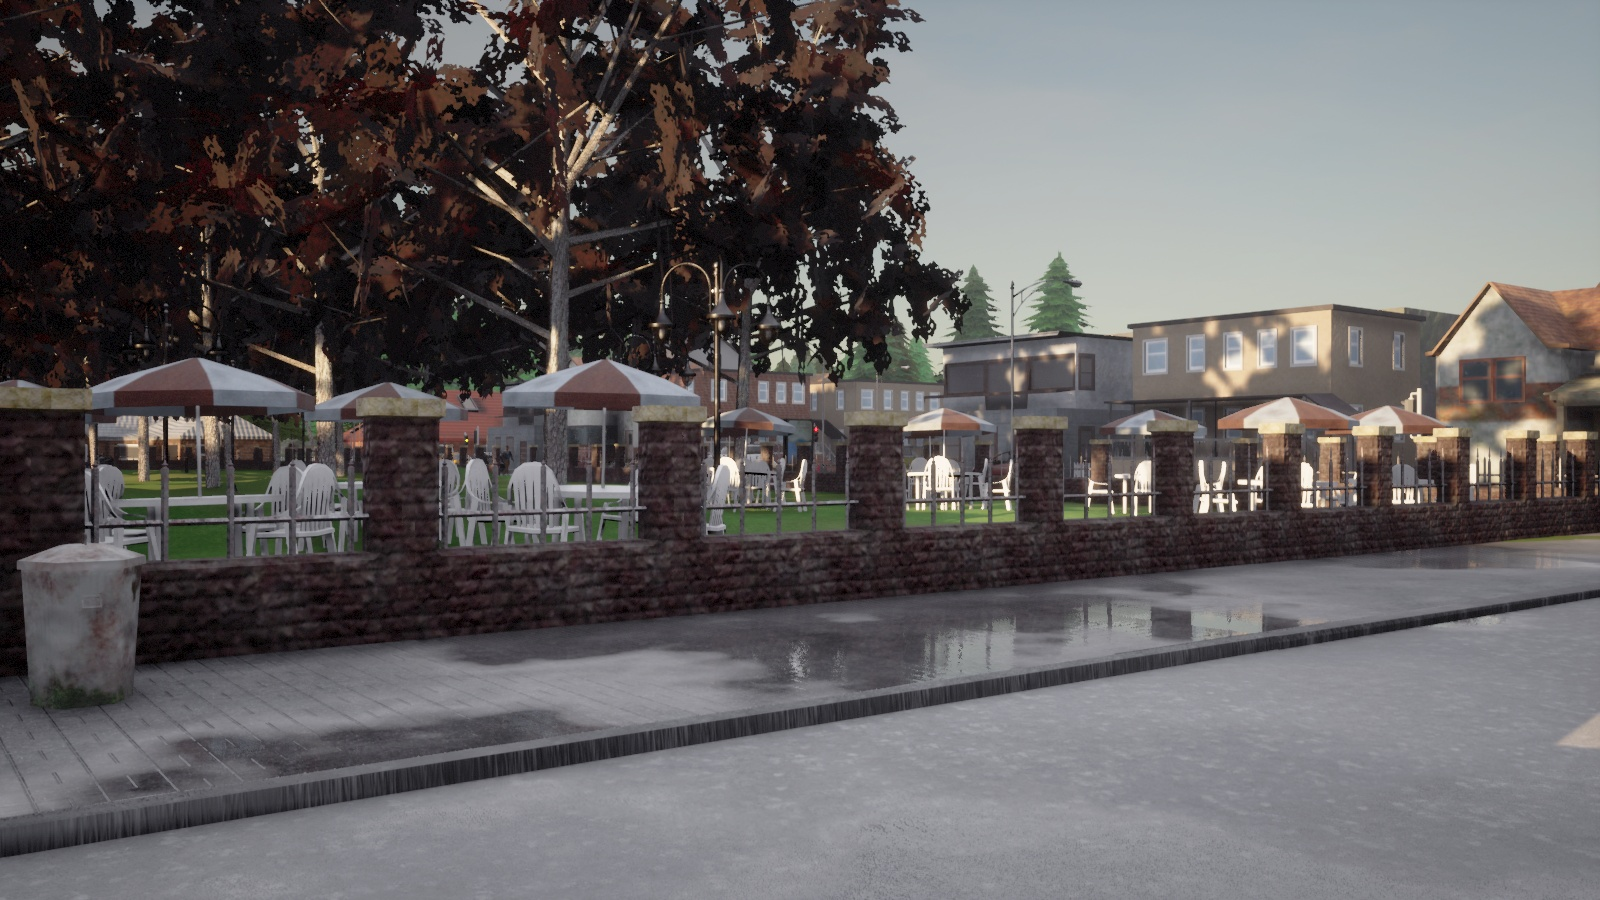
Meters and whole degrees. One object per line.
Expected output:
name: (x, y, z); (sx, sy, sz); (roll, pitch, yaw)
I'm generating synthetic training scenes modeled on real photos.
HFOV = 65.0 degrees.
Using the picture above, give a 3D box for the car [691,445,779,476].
car: (-4.275, 0.671, 83.480); (5.566, 2.045, 2.150); (0, 0, -37)

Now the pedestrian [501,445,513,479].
pedestrian: (-16.819, 0.663, 72.055); (0.423, 1.949, 0.788); (0, 0, -37)

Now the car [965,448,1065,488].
car: (9.083, 0.751, 53.352); (1.851, 1.617, 3.988); (0, 0, -37)

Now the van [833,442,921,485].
van: (3.654, 0.634, 60.519); (1.775, 1.987, 4.442); (0, 0, -37)
